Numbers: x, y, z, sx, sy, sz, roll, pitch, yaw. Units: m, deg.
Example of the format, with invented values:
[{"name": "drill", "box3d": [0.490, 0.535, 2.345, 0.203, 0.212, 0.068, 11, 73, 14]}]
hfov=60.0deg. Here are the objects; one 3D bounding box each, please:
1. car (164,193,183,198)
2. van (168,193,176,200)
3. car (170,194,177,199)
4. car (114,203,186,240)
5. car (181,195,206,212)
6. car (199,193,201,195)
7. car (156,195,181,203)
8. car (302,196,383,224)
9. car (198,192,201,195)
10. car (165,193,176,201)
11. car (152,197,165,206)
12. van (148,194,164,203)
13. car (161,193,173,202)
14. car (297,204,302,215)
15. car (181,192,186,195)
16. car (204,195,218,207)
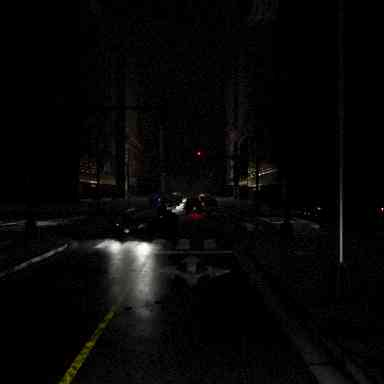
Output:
[{"name": "car", "box3d": [-2.854, 1.423, 52.053, 1.882, 1.535, 5.008, 0, 0, 0]}, {"name": "van", "box3d": [-5.369, 1.189, 89.675, 1.690, 1.788, 3.998, 0, 0, 0]}, {"name": "car", "box3d": [-5.332, 1.373, 95.324, 1.887, 1.381, 4.507, 0, 0, 0]}, {"name": "car", "box3d": [-2.176, 1.517, 17.414, 1.812, 1.442, 4.674, -1, 0, 20]}, {"name": "car", "box3d": [0.126, 1.473, 37.894, 1.837, 1.490, 4.892, -2, 0, -4]}, {"name": "car", "box3d": [3.080, 1.428, 78.324, 1.887, 1.381, 4.507, 0, 0, 0]}, {"name": "car", "box3d": [-2.917, 1.453, 42.614, 2.128, 1.511, 4.902, 0, 0, 1]}, {"name": "car", "box3d": [11.952, 1.396, 26.071, 5.566, 2.045, 2.150, 1, 0, 0]}, {"name": "car", "box3d": [3.192, 1.410, 95.271, 1.802, 1.307, 4.206, 0, 0, 0]}, {"name": "car", "box3d": [-5.406, 1.181, 84.026, 2.192, 1.841, 5.009, 0, 0, 0]}, {"name": "car", "box3d": [-5.596, 1.521, 55.784, 1.802, 1.307, 4.206, 0, 0, 0]}, {"name": "van", "box3d": [-5.633, 1.290, 50.134, 1.690, 1.788, 3.998, 0, 0, 0]}, {"name": "car", "box3d": [-5.482, 1.214, 72.729, 2.192, 1.841, 5.009, 0, 0, 0]}, {"name": "car", "box3d": [12.231, 1.409, 29.336, 5.566, 2.045, 2.150, 1, 0, 0]}, {"name": "car", "box3d": [-2.768, 1.278, 61.812, 2.097, 1.767, 4.553, 0, 0, 1]}, {"name": "car", "box3d": [2.892, 1.515, 50.079, 1.947, 1.339, 4.313, 0, 0, 0]}]
